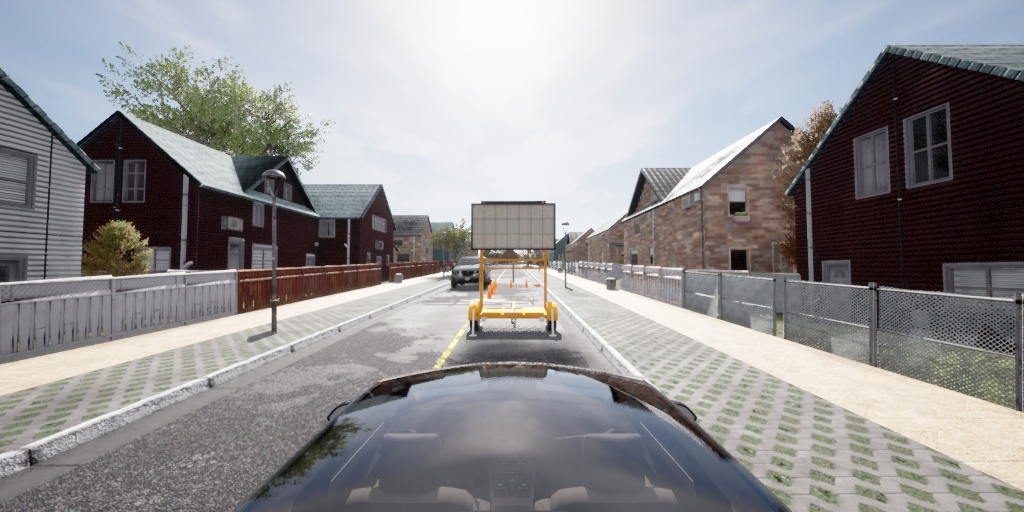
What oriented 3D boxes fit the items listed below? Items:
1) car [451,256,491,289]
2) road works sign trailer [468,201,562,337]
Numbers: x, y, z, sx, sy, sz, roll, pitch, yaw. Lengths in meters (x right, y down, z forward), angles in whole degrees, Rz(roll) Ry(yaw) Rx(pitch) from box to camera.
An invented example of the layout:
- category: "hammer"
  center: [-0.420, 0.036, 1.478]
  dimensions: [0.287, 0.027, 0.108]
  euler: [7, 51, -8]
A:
- category: "car"
  center: [-2.637, 1.027, 24.026]
  dimensions: [2.150, 2.045, 5.566]
  euler: [0, 0, 0]
- category: "road works sign trailer"
  center: [0.042, 0.226, 10.346]
  dimensions: [2.380, 3.560, 2.880]
  euler: [0, 0, 1]
